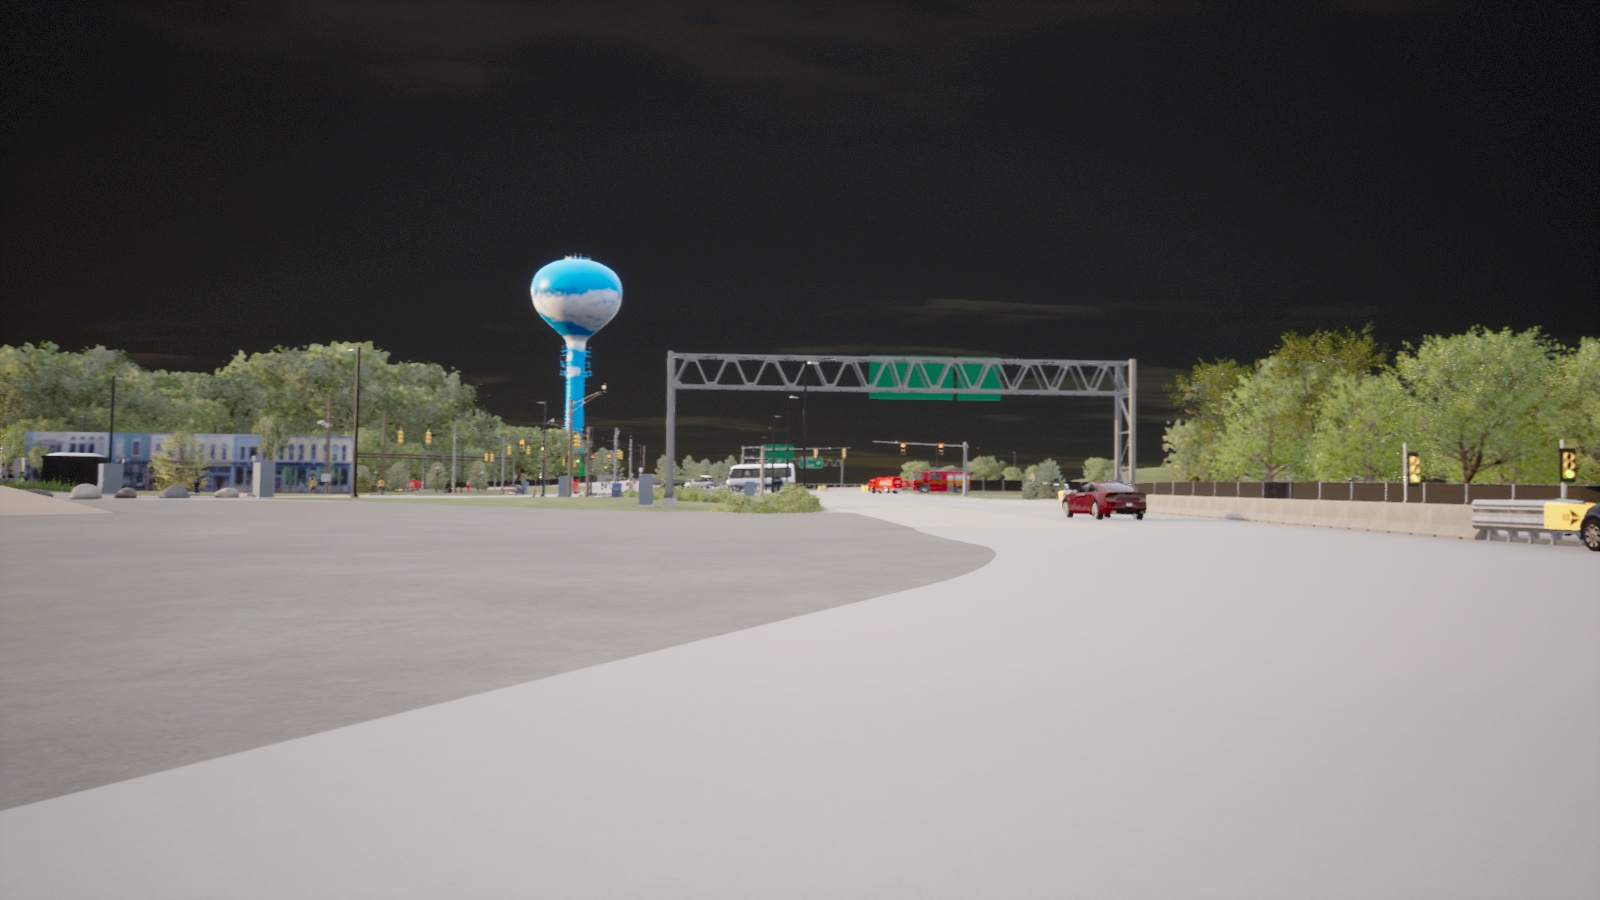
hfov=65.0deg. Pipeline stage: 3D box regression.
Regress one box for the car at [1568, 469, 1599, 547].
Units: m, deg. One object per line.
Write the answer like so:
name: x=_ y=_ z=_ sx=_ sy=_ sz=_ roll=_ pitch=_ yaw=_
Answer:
car: x=17.705 y=1.177 z=25.466 sx=1.851 sy=1.617 sz=3.988 roll=-2 pitch=-1 yaw=2

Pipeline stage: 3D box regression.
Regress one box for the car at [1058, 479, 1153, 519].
car: x=12.206 y=1.944 z=50.527 sx=1.882 sy=1.535 sz=5.008 roll=1 pitch=-2 yaw=-10
